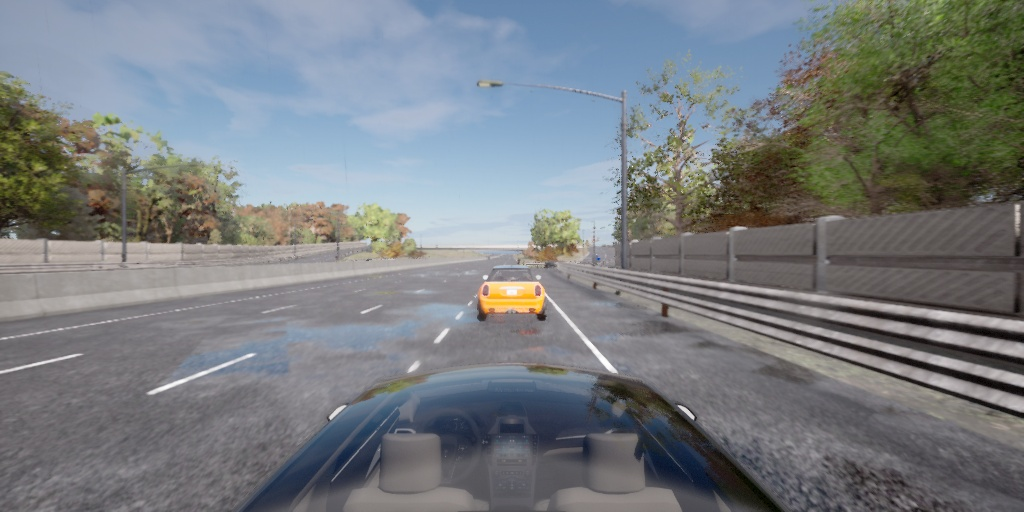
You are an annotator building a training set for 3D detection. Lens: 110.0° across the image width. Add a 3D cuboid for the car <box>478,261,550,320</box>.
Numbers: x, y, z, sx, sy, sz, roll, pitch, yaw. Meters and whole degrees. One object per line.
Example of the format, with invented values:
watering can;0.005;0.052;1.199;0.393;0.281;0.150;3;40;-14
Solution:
car;-0.004;1.096;12.792;2.097;1.767;4.553;0;0;0
